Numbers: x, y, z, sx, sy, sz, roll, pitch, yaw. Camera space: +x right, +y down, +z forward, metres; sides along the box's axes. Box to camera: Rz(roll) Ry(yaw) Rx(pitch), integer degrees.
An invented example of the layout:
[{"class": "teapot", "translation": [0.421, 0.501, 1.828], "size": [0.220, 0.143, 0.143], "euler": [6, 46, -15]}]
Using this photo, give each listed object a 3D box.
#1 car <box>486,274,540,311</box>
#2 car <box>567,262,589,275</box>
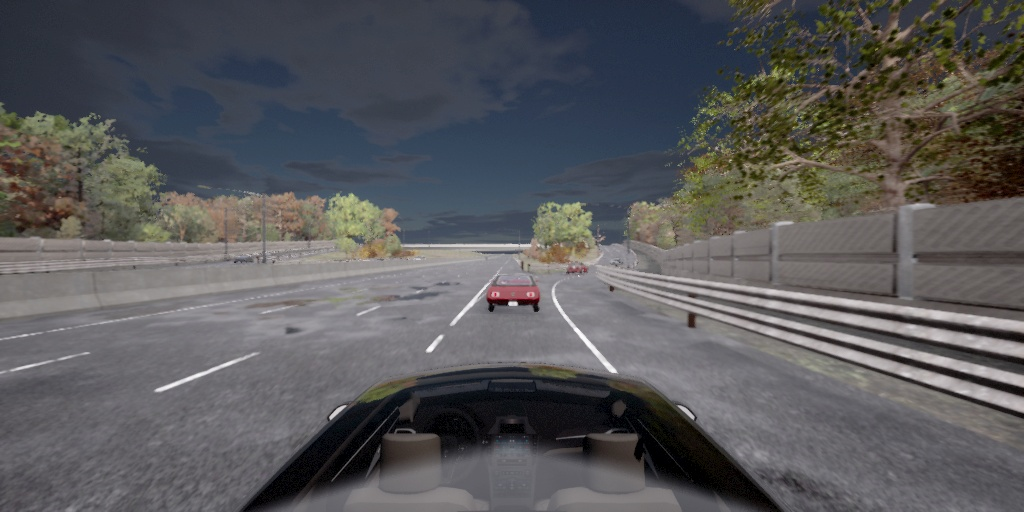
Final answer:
[{"class": "car", "translation": [0.149, 1.355, 14.546], "size": [1.895, 1.301, 4.718], "euler": [0, 0, 3]}, {"class": "car", "translation": [9.182, 1.665, 49.696], "size": [2.097, 1.767, 4.553], "euler": [0, -1, 25]}]
